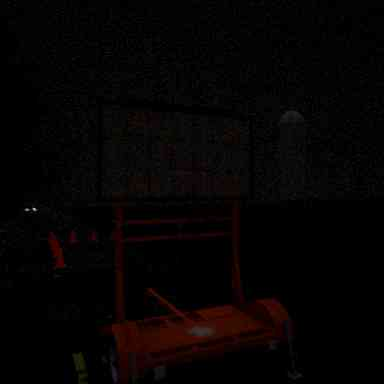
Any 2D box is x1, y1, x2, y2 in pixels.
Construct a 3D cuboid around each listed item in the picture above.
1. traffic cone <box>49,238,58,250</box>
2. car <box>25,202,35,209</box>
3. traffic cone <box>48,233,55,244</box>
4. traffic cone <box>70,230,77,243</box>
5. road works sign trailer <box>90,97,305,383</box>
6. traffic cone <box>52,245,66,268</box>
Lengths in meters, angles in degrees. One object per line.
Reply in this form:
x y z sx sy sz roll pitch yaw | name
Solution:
-5.118 2.149 12.571 0.340 0.580 0.340 0 -1 -25 | traffic cone
-36.912 3.076 76.076 1.812 1.442 4.674 0 -1 -25 | car
-5.973 2.179 14.379 0.340 0.580 0.340 0 -1 -25 | traffic cone
-5.925 2.207 16.614 0.340 0.580 0.340 0 -1 -25 | traffic cone
-0.224 0.526 4.955 2.380 3.560 2.880 0 -1 -25 | road works sign trailer
-4.263 2.120 10.764 0.340 0.580 0.340 0 -1 -25 | traffic cone
